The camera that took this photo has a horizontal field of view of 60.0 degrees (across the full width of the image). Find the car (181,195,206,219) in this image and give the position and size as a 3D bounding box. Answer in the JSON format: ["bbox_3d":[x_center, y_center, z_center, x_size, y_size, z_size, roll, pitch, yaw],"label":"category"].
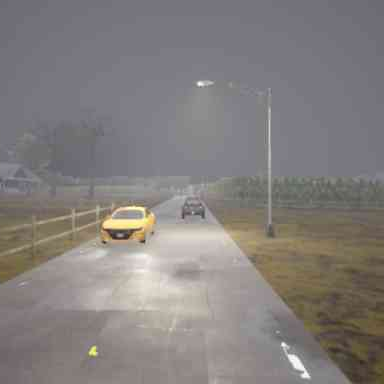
[{"bbox_3d":[0.093,1.325,27.559,2.128,1.511,4.902,0,1,0],"label":"car"}]

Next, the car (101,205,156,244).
[{"bbox_3d":[-2.853,1.438,15.698,1.882,1.535,5.008,0,0,0],"label":"car"}]

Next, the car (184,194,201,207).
[{"bbox_3d":[0.089,1.092,43.601,2.128,1.511,4.902,0,1,0],"label":"car"}]
